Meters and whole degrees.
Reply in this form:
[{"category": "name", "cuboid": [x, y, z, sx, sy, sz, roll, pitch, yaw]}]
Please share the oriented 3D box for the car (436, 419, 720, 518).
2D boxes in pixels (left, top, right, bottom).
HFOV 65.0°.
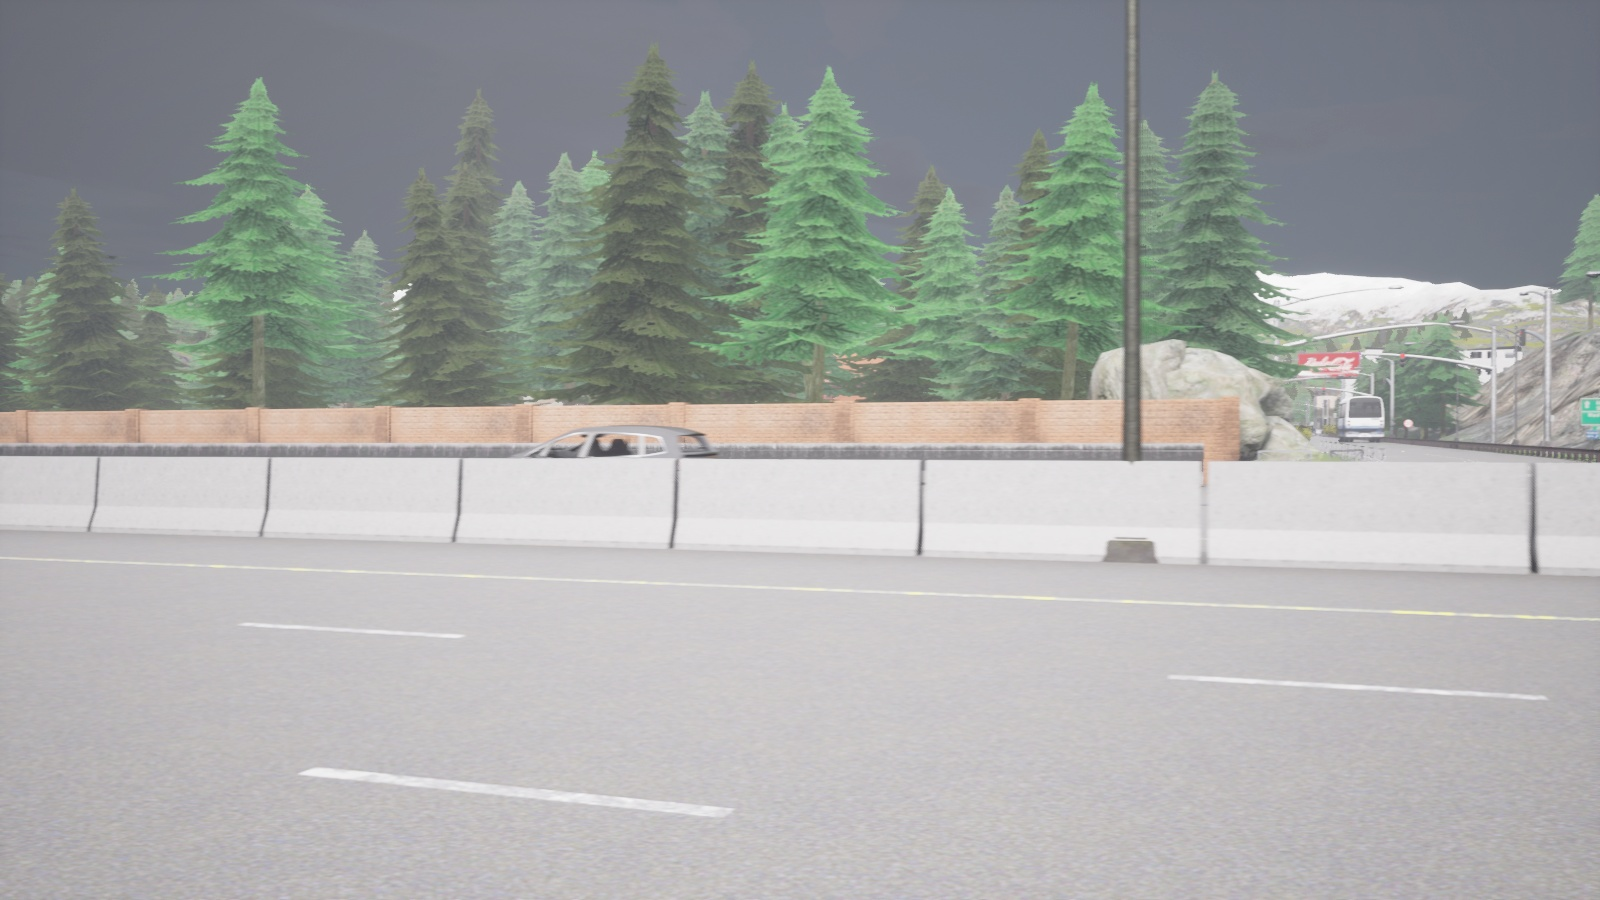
[{"category": "car", "cuboid": [-4.035, 0.287, 23.011, 4.611, 1.667, 2.242, 1, 1, 19]}]
